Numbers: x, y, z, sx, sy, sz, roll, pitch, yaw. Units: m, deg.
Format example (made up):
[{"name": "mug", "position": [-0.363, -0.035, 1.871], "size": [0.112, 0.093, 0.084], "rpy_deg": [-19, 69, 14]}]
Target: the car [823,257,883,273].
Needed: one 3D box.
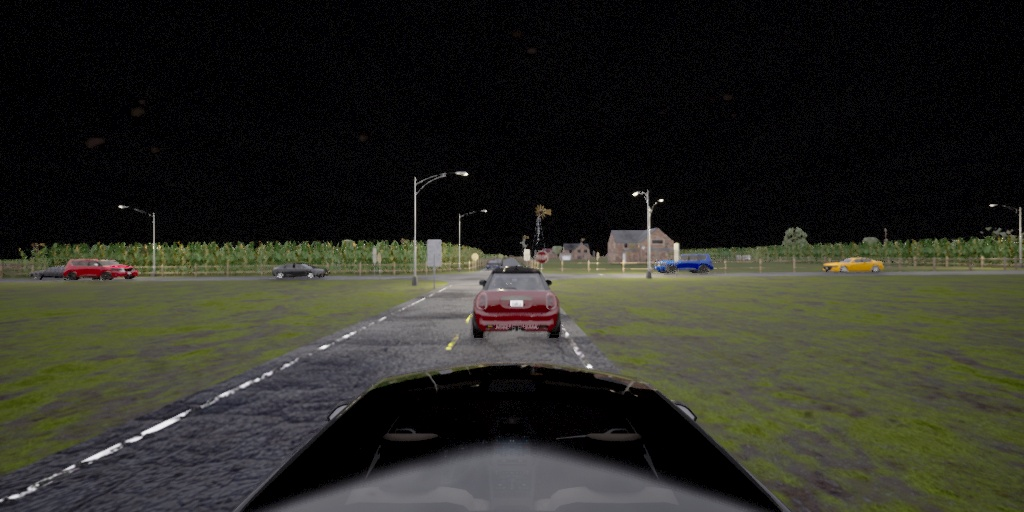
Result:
[{"name": "car", "position": [34.254, 0.929, 36.115], "size": [5.008, 1.535, 1.882], "rpy_deg": [-1, 0, 1]}]

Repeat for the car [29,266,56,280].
[{"name": "car", "position": [-46.918, 1.733, 37.549], "size": [5.357, 1.411, 2.033], "rpy_deg": [-1, 0, 1]}]

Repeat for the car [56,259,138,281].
[{"name": "car", "position": [-39.570, 1.327, 34.533], "size": [5.566, 2.045, 2.150], "rpy_deg": [0, 0, 1]}]

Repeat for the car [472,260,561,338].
[{"name": "car", "position": [0.106, 1.102, 10.291], "size": [2.097, 1.767, 4.553], "rpy_deg": [0, 0, 0]}]

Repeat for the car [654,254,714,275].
[{"name": "car", "position": [17.406, 0.822, 36.436], "size": [5.566, 2.045, 2.150], "rpy_deg": [-1, 0, 1]}]

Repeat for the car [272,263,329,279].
[{"name": "car", "position": [-20.101, 1.433, 34.165], "size": [4.892, 1.490, 1.837], "rpy_deg": [0, 0, 1]}]
